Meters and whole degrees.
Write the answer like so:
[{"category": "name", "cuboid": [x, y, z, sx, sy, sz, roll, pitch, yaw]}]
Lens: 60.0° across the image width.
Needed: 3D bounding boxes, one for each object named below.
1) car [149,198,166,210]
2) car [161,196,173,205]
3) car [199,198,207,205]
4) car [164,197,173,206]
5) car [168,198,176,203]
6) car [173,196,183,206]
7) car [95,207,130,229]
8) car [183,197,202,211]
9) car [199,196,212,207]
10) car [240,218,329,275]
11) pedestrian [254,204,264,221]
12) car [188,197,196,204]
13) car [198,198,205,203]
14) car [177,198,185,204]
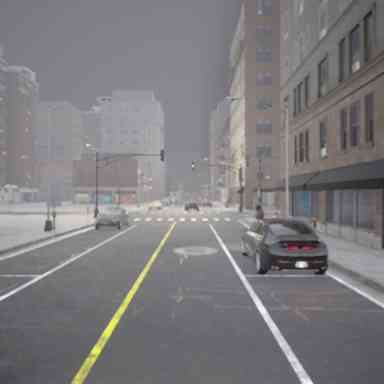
[{"category": "car", "cuboid": [-5.390, 1.927, 49.564, 1.752, 1.417, 4.829, 0, 0, 0]}, {"category": "car", "cuboid": [-5.391, 1.903, 72.383, 2.192, 1.841, 5.009, 0, 0, 0]}, {"category": "car", "cuboid": [2.634, 2.161, 78.213, 1.752, 1.417, 4.829, 0, 0, 0]}, {"category": "car", "cuboid": [-5.391, 2.092, 66.719, 2.008, 1.369, 4.403, 0, 0, 0]}, {"category": "car", "cuboid": [-5.392, 2.309, 89.366, 1.802, 1.307, 4.206, 0, 0, 0]}, {"category": "car", "cuboid": [-2.756, 1.904, 67.622, 2.097, 1.767, 4.553, 0, -1, 0]}, {"category": "car", "cuboid": [-5.388, 1.736, 22.889, 2.008, 1.369, 4.403, 0, 0, 0]}, {"category": "car", "cuboid": [0.011, 1.881, 46.187, 1.837, 1.490, 4.892, 0, 0, -1]}, {"category": "car", "cuboid": [2.635, 1.935, 61.058, 1.967, 1.590, 4.097, 0, 0, 0]}, {"category": "car", "cuboid": [2.750, 1.594, 10.766, 1.837, 1.490, 4.892, 0, 0, 0]}, {"category": "pedestrian", "cuboid": [2.742, 1.405, 13.713, 0.375, 1.860, 0.375, 0, 0, -8]}, {"category": "car", "cuboid": [-0.004, 2.025, 82.709, 2.097, 1.767, 4.553, 0, 0, 0]}, {"category": "car", "cuboid": [2.633, 2.324, 95.028, 2.008, 1.369, 4.403, 0, 0, 0]}, {"category": "car", "cuboid": [-2.754, 2.146, 83.420, 1.837, 1.490, 4.892, 0, 0, 0]}]
